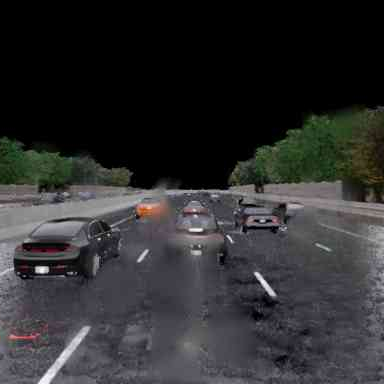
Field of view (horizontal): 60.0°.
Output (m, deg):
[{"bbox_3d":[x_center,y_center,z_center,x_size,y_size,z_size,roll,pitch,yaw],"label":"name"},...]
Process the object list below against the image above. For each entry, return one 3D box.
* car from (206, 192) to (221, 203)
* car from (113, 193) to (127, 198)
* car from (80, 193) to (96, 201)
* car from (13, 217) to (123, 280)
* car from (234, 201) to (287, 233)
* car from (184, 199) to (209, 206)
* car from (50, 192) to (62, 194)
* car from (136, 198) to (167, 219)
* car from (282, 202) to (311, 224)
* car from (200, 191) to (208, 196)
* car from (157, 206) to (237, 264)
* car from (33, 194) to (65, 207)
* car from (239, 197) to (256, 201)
[{"bbox_3d":[3.685,1.108,55.145,1.812,1.442,4.674,0,1,0],"label":"car"},{"bbox_3d":[-13.802,0.955,63.977,2.128,1.511,4.902,0,1,1],"label":"car"},{"bbox_3d":[-20.776,0.882,66.611,1.882,1.535,5.008,0,1,0],"label":"car"},{"bbox_3d":[-3.370,1.497,9.905,1.837,1.490,4.892,0,0,0],"label":"car"},{"bbox_3d":[3.561,1.505,19.190,2.033,1.411,5.357,0,0,0],"label":"car"},{"bbox_3d":[0.196,1.439,29.452,1.994,1.385,4.181,0,1,0],"label":"car"},{"bbox_3d":[-24.325,0.878,58.953,2.097,1.767,4.553,0,1,1],"label":"car"},{"bbox_3d":[-3.310,1.242,27.901,2.097,1.767,4.553,0,1,0],"label":"car"},{"bbox_3d":[7.068,1.452,23.825,1.812,1.442,4.674,0,0,2],"label":"car"},{"bbox_3d":[3.818,0.479,93.412,1.837,1.490,4.892,0,1,0],"label":"car"},{"bbox_3d":[0.136,1.479,11.720,2.128,1.511,4.902,0,0,0],"label":"car"},{"bbox_3d":[-17.458,1.299,40.869,2.033,1.411,5.357,0,1,0],"label":"car"},{"bbox_3d":[7.234,1.291,43.429,1.994,1.385,4.181,0,1,0],"label":"car"}]
